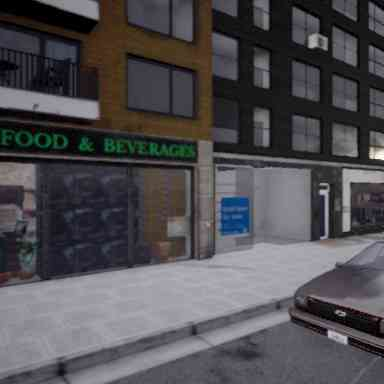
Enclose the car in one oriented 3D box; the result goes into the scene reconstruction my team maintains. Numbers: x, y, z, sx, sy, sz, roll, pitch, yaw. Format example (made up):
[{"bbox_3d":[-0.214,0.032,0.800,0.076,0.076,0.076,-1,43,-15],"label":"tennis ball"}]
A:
[{"bbox_3d":[4.114,1.563,6.003,5.357,1.411,2.033,0,0,-35],"label":"car"}]
